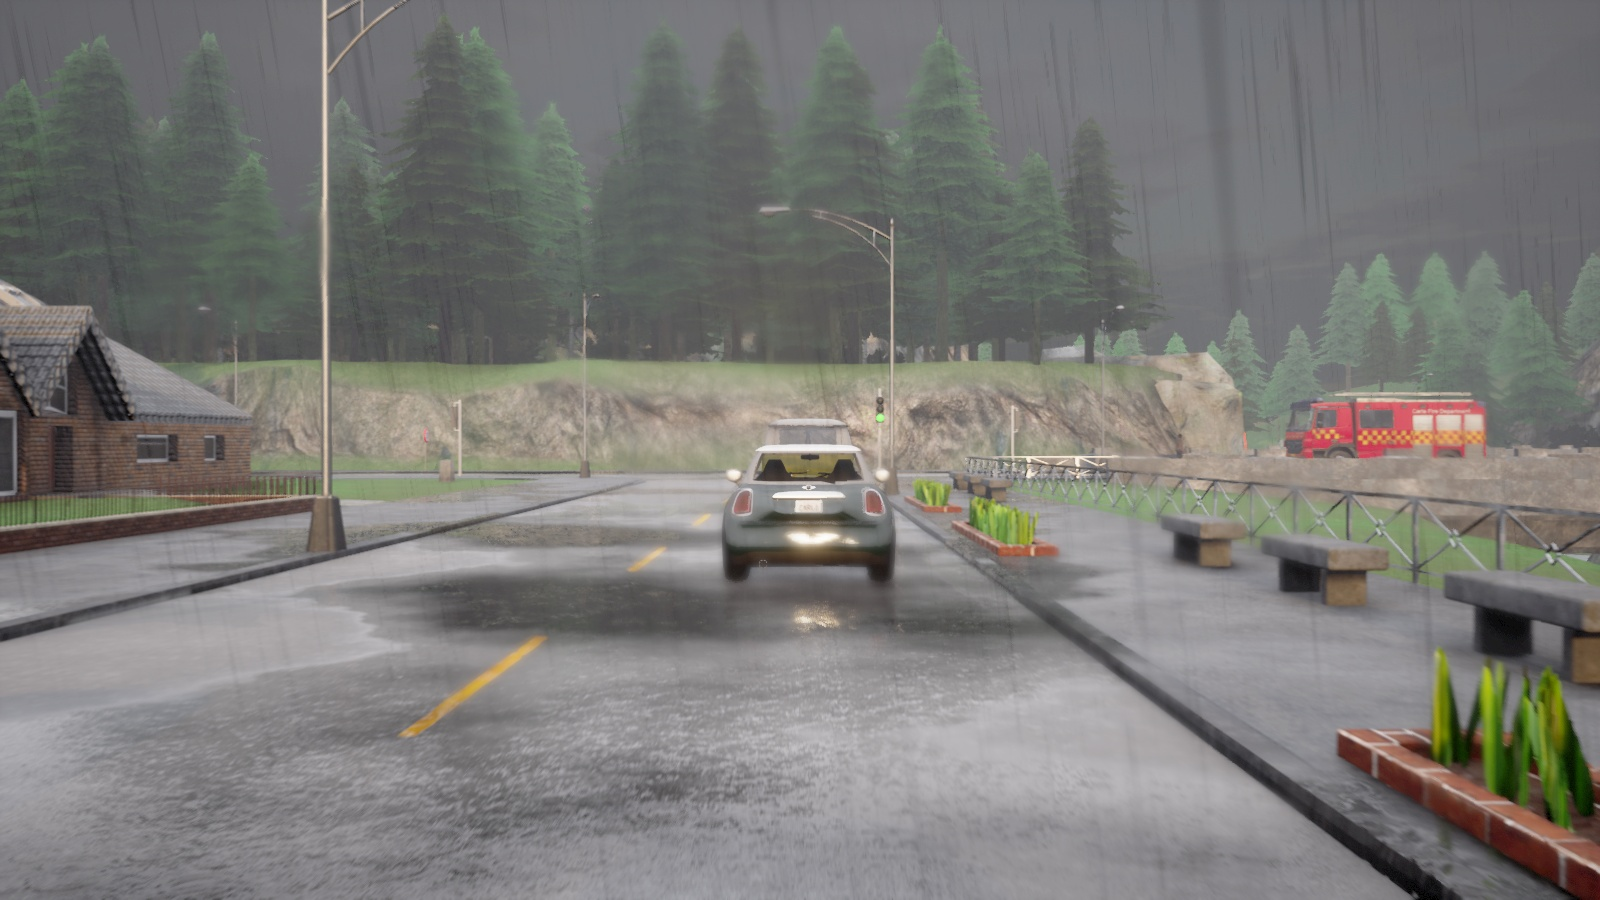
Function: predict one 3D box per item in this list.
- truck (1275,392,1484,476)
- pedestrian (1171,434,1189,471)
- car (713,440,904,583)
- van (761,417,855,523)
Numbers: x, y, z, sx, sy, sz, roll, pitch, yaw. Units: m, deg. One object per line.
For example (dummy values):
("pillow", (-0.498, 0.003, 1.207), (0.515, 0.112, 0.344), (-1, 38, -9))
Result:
("truck", (27.081, -0.729, 58.979), (8.468, 3.827, 2.891), (0, 0, 0))
("pedestrian", (18.946, 0.118, 62.673), (0.869, 1.805, 0.328), (0, 0, -27))
("car", (0.101, 0.628, 14.868), (1.970, 1.475, 3.806), (0, 0, 0))
("van", (0.164, 0.354, 25.785), (1.775, 1.987, 4.442), (0, 0, 0))
